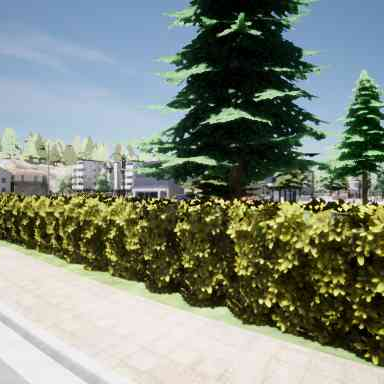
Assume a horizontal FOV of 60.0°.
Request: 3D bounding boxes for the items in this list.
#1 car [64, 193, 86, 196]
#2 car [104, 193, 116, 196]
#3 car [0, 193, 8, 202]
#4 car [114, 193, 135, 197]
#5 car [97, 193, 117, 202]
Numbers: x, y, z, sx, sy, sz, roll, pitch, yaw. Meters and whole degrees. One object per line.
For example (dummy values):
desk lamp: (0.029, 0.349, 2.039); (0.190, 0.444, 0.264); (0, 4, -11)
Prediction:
car: (-27.331, 1.153, 80.428); (2.152, 1.636, 5.027); (0, 0, 44)
car: (-15.867, 1.097, 69.694); (1.932, 1.855, 4.605); (0, 0, 44)
car: (-41.776, 1.097, 70.259); (1.932, 1.855, 4.605); (0, 0, 44)
car: (-10.069, 1.384, 53.354); (1.970, 1.475, 3.806); (0, 0, 44)
car: (-18.225, 1.077, 71.441); (1.905, 1.878, 3.866); (0, 0, 44)
